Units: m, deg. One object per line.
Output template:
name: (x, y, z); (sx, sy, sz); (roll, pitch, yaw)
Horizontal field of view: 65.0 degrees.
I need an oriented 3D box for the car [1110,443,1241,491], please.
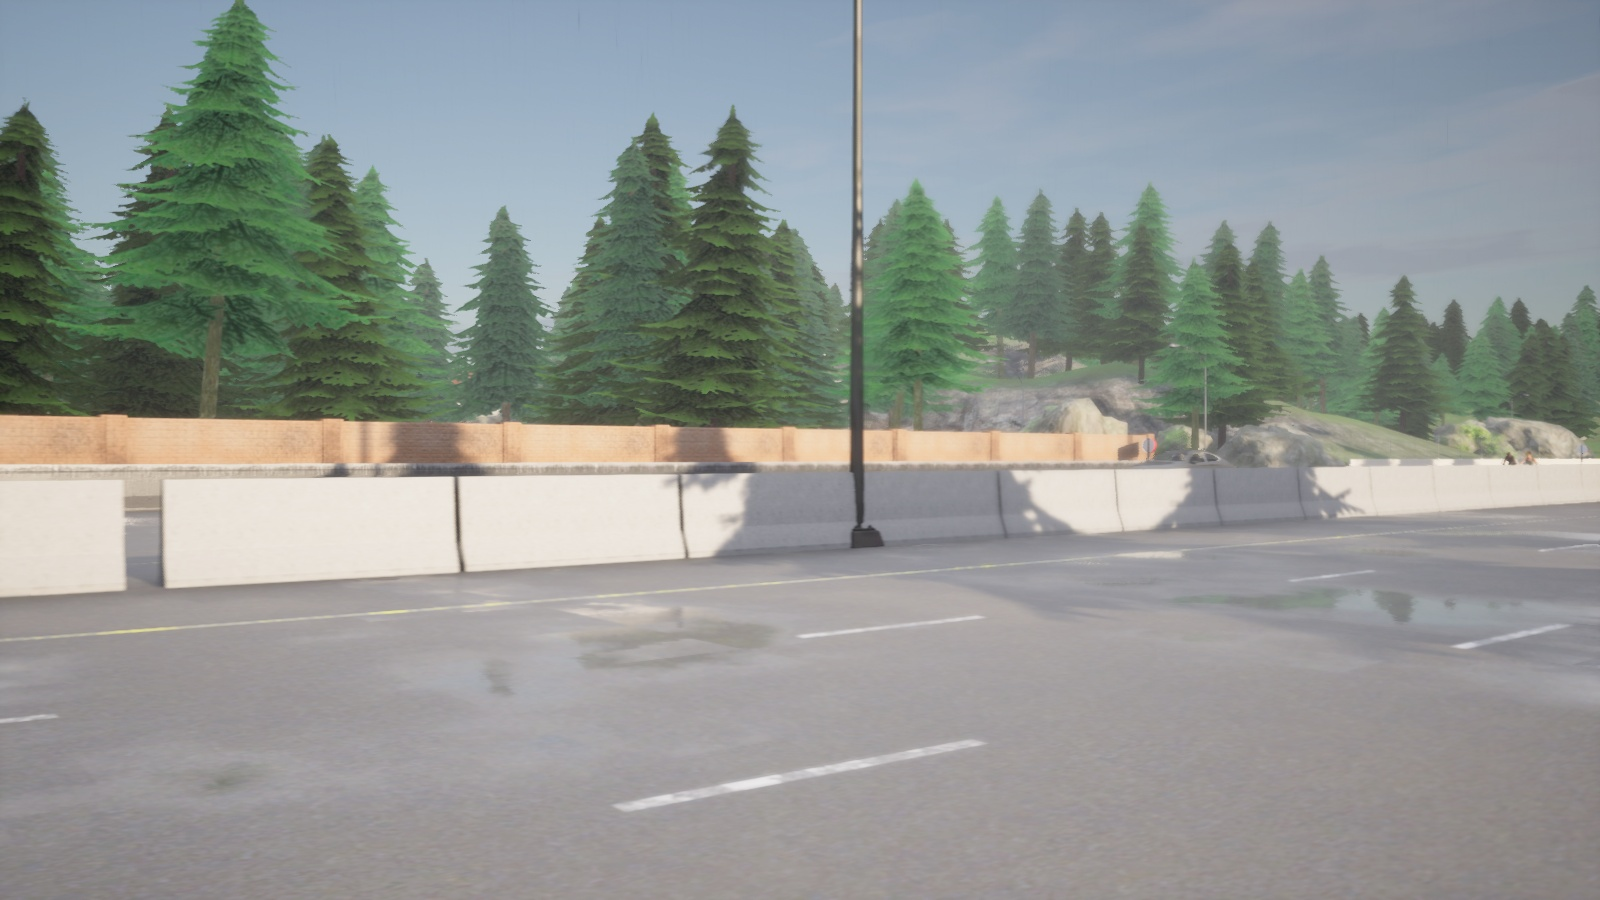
car: (13.869, 0.607, 46.234); (5.027, 1.651, 2.152); (0, 0, -39)
